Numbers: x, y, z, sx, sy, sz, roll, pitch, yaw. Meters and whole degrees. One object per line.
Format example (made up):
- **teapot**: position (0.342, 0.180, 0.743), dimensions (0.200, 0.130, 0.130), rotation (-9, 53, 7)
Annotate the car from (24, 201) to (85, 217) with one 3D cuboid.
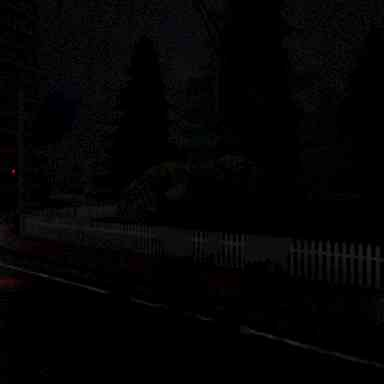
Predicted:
- **car**: position (-11.385, 1.416, 27.784), dimensions (2.033, 1.411, 5.357), rotation (0, 0, 28)
